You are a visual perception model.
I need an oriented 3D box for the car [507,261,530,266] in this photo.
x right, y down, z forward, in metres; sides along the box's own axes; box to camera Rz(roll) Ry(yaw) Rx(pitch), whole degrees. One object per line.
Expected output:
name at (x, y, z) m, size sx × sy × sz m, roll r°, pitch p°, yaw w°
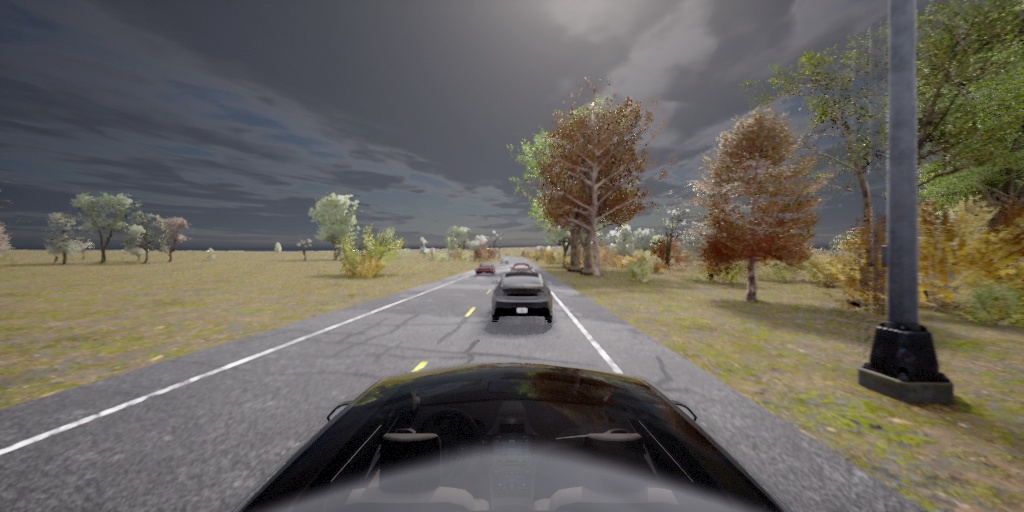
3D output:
car at (0.763, 1.296, 29.333) m, size 1.812 × 1.442 × 4.674 m, roll 0°, pitch 0°, yaw 1°

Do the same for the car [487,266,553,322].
car at (0.341, 1.266, 12.374) m, size 1.837 × 1.490 × 4.892 m, roll 0°, pitch 0°, yaw 1°

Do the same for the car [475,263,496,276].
car at (-2.725, 1.380, 37.559) m, size 1.895 × 1.301 × 4.718 m, roll 0°, pitch 0°, yaw 2°
